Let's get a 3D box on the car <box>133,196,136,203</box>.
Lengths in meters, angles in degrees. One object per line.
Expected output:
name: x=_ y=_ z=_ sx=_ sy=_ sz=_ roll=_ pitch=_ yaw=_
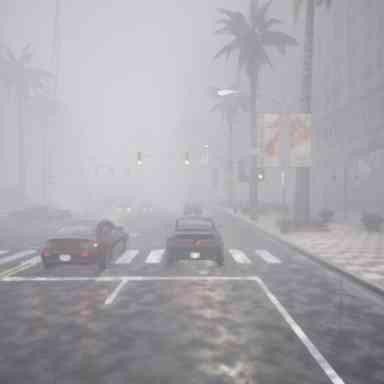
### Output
car: x=-14.313 y=2.126 z=72.113 sx=1.895 sy=1.301 sz=4.718 roll=0 pitch=-1 yaw=-36

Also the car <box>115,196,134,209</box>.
car: x=-10.974 y=1.905 z=54.328 sx=1.837 sy=1.490 sz=4.892 roll=0 pitch=-1 yaw=-5

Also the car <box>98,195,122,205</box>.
car: x=-17.304 y=1.743 z=70.282 sx=2.150 sy=2.045 sz=5.566 roll=0 pitch=-1 yaw=-40

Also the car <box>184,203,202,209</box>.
car: x=0.098 y=1.861 z=35.247 sx=1.895 sy=1.301 sz=4.718 roll=0 pitch=0 yaw=0

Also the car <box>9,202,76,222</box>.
car: x=-12.634 y=1.753 z=27.814 sx=5.357 sy=1.411 sz=2.033 roll=0 pitch=-1 yaw=21

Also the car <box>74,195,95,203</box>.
car: x=-28.463 y=2.175 z=86.674 sx=4.718 sy=1.301 sz=1.895 roll=0 pitch=0 yaw=22

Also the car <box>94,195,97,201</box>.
car: x=-25.811 y=1.727 z=89.336 sx=5.566 sy=2.045 sz=2.150 roll=0 pitch=0 yaw=22

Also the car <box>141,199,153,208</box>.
car: x=-7.643 y=1.964 z=56.568 sx=2.033 sy=1.411 sz=5.357 roll=0 pitch=0 yaw=-8

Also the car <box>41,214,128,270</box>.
car: x=-3.406 y=1.609 z=11.240 sx=1.812 sy=1.442 sz=4.674 roll=0 pitch=0 yaw=0

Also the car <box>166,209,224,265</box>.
car: x=0.094 y=1.595 z=12.084 sx=1.837 sy=1.490 sz=4.892 roll=0 pitch=0 yaw=0
